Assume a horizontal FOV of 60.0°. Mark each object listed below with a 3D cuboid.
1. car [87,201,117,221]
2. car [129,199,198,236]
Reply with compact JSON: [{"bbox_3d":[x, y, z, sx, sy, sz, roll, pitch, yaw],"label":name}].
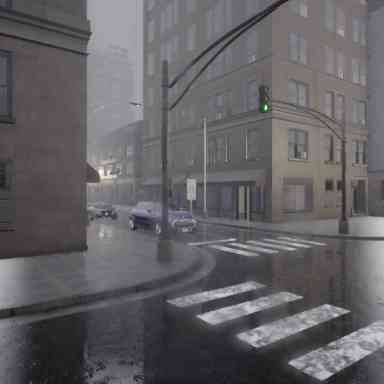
[{"bbox_3d":[-7.418,1.428,26.084,1.994,1.385,4.181,0,0,-35],"label":"car"},{"bbox_3d":[-1.624,1.269,17.977,2.097,1.767,4.553,0,0,-36],"label":"car"}]
